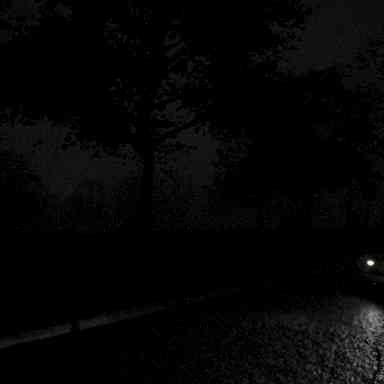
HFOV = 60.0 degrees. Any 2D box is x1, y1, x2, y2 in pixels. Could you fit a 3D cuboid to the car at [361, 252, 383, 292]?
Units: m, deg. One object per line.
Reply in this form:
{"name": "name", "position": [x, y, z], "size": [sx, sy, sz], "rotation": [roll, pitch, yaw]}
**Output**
{"name": "car", "position": [6.045, 1.618, 7.758], "size": [4.718, 1.301, 1.895], "rotation": [0, 0, -33]}
